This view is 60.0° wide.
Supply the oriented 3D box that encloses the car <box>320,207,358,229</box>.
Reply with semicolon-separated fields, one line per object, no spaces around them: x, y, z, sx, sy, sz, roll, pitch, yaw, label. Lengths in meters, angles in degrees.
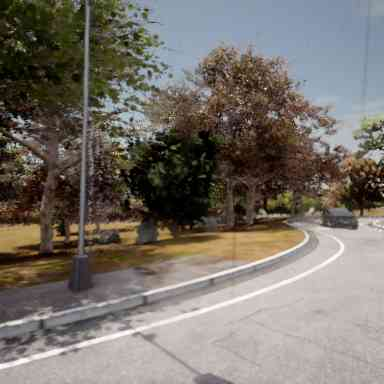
11.142;1.962;25.521;1.837;1.490;4.892;-1;-1;11;car
